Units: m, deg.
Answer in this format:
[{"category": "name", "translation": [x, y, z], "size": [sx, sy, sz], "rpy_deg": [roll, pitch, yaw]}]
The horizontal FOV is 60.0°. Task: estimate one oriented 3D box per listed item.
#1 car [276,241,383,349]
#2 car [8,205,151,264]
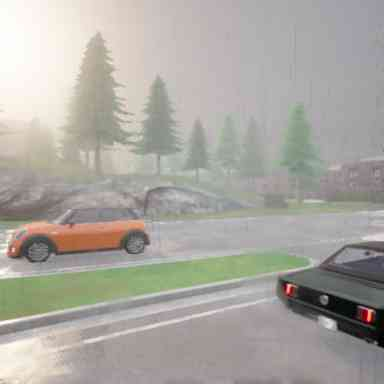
[{"category": "car", "translation": [3.816, 1.557, 5.848], "size": [4.718, 1.301, 1.895], "rpy_deg": [0, 0, -31]}, {"category": "car", "translation": [-3.812, 1.275, 11.577], "size": [4.553, 1.767, 2.097], "rpy_deg": [0, 0, -25]}]
